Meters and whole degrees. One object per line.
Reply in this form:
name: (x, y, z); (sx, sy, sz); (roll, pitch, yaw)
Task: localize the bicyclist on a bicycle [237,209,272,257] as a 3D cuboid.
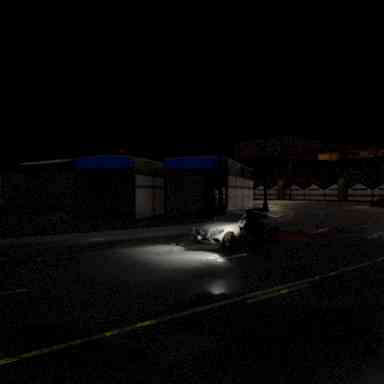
bicyclist on a bicycle: (2.184, 1.455, 11.911); (0.582, 1.620, 1.656); (0, -2, -38)

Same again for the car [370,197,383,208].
car: (26.576, 1.477, 45.782); (1.882, 1.535, 5.008); (0, 0, -4)

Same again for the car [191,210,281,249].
car: (2.064, 1.525, 14.669); (4.674, 1.442, 1.812); (0, 0, -41)
